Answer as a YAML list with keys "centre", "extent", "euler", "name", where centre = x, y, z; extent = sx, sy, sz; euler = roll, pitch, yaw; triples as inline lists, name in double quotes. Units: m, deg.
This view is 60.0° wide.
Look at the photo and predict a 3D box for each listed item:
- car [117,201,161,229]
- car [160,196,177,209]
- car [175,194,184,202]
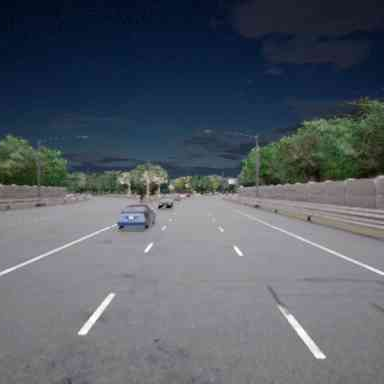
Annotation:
- centre: [-3.495, 1.538, 21.638]
  extent: [2.033, 1.411, 5.357]
  euler: [0, 0, 0]
  name: "car"
- centre: [-3.490, 1.592, 45.452]
  extent: [1.895, 1.301, 4.718]
  euler: [0, 0, 0]
  name: "car"
- centre: [-3.484, 1.528, 78.578]
  extent: [2.033, 1.411, 5.357]
  euler: [0, 0, 0]
  name: "car"
